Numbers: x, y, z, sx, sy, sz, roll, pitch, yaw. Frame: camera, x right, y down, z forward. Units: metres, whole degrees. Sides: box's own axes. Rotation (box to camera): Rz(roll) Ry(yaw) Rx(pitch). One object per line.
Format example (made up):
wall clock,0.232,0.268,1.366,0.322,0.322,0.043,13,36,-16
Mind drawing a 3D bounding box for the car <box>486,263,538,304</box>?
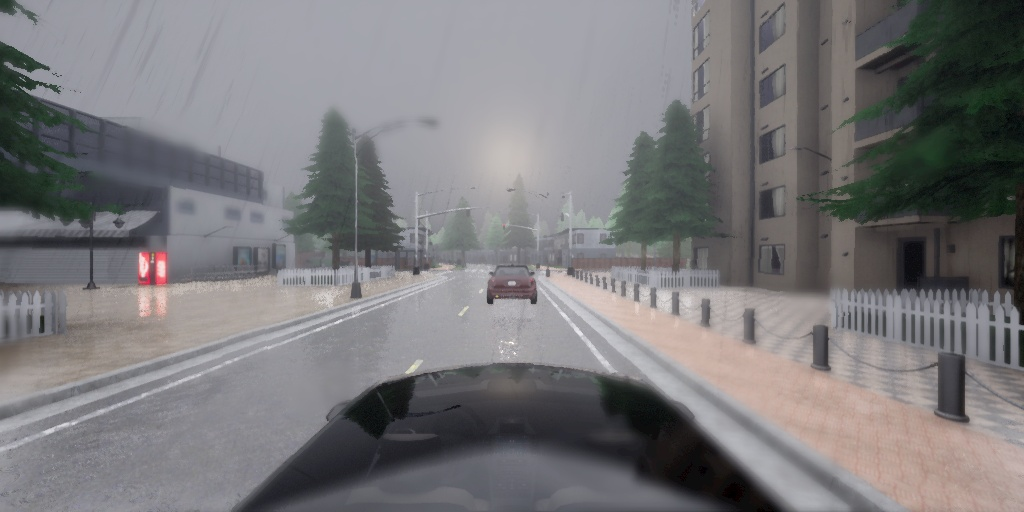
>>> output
car,0.000,1.114,16.470,2.097,1.767,4.553,0,0,0
